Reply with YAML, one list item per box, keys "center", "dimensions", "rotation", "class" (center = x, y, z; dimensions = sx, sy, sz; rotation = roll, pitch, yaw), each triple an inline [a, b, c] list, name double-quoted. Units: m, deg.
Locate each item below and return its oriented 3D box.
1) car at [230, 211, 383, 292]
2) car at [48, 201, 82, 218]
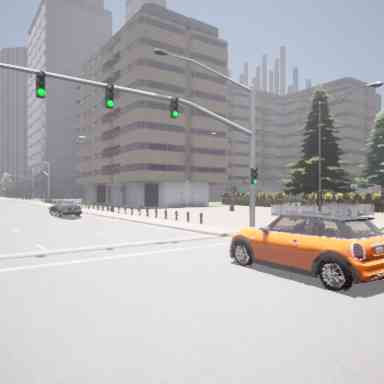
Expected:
- center: [3.111, 1.348, 9.377]
  dimensions: [2.097, 1.767, 4.553]
  rotation: [0, 0, -34]
  class: "car"
- center: [-11.628, 1.547, 30.387]
  dimensions: [2.033, 1.411, 5.357]
  rotation: [0, 0, -35]
  class: "car"
